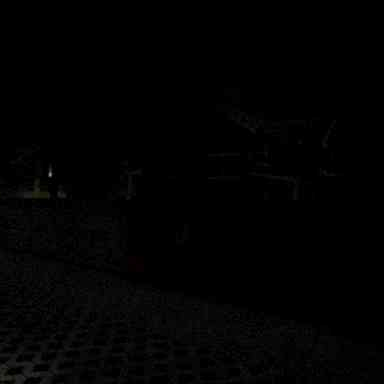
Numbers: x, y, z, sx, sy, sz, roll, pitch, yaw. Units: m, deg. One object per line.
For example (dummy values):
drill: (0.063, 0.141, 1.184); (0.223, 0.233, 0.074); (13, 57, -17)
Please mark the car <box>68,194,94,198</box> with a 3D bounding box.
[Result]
car: (-12.972, 0.937, 38.599); (2.033, 1.411, 5.357); (2, 2, 35)
